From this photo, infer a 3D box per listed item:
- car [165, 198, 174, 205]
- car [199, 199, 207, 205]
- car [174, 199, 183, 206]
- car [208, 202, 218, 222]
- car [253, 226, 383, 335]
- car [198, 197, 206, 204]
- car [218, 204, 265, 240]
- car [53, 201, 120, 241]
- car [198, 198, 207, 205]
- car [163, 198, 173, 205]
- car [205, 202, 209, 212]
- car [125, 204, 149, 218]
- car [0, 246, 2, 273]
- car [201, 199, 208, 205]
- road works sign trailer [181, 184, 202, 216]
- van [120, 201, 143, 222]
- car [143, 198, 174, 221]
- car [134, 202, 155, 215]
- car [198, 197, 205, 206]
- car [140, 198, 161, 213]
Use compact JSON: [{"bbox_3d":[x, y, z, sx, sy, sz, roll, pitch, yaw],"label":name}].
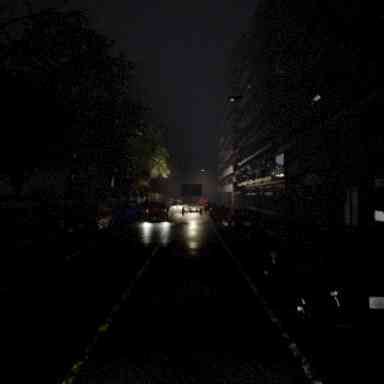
[{"bbox_3d":[-5.717,2.393,85.635,1.967,1.590,4.097,0,-1,0],"label":"car"},{"bbox_3d":[2.666,2.430,80.008,1.887,1.381,4.507,0,-1,0],"label":"car"},{"bbox_3d":[-3.020,2.304,71.563,2.128,1.511,4.902,0,-1,0],"label":"car"},{"bbox_3d":[2.682,1.835,29.508,1.752,1.417,4.829,0,-1,0],"label":"car"},{"bbox_3d":[2.688,1.636,6.819,1.947,1.339,4.313,0,-1,0],"label":"car"},{"bbox_3d":[2.662,2.337,91.270,2.192,1.841,5.009,0,-1,0],"label":"car"},{"bbox_3d":[2.685,1.627,18.079,1.967,1.590,4.097,0,-1,0],"label":"car"},{"bbox_3d":[-5.695,1.501,18.078,2.192,1.841,5.009,0,-1,0],"label":"car"},{"bbox_3d":[2.664,2.394,85.638,1.967,1.590,4.097,0,-1,0],"label":"car"},{"bbox_3d":[-5.715,2.325,80.007,1.967,1.590,4.097,0,-1,0],"label":"car"},{"bbox_3d":[2.680,1.951,34.968,1.802,1.307,4.206,0,-1,0],"label":"car"},{"bbox_3d":[-5.701,1.950,34.965,1.802,1.307,4.206,0,-1,0],"label":"car"},{"bbox_3d":[-5.692,1.636,6.816,1.947,1.339,4.313,0,-1,0],"label":"car"},{"bbox_3d":[2.676,2.060,46.230,1.947,1.339,4.313,0,-1,0],"label":"car"},{"bbox_3d":[-0.011,0.867,38.001,2.380,3.560,2.880,0,-1,0],"label":"road works sign trailer"},{"bbox_3d":[-5.699,1.648,29.337,1.690,1.788,3.998,0,-1,0],"label":"van"},{"bbox_3d":[-3.106,1.669,30.288,2.097,1.767,4.553,0,-1,0],"label":"car"},{"bbox_3d":[-5.702,1.975,40.595,1.887,1.381,4.507,0,-1,0],"label":"car"},{"bbox_3d":[2.668,2.363,74.378,1.887,1.381,4.507,0,-1,0],"label":"car"},{"bbox_3d":[-5.704,1.808,46.230,2.192,1.841,5.009,0,-1,0],"label":"car"}]
